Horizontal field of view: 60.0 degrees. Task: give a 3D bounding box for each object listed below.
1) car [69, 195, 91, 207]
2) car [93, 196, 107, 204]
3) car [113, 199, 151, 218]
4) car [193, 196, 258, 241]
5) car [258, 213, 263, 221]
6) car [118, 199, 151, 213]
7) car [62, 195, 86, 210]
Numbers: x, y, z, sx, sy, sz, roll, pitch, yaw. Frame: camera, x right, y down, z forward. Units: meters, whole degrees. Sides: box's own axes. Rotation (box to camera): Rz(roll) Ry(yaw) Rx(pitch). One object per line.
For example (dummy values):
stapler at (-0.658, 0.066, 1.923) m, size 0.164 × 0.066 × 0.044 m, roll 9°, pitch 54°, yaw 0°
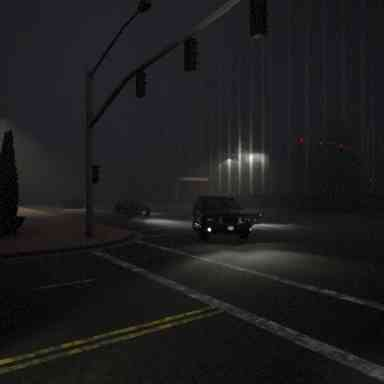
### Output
car at (-18.051, 1.351, 53.276) m, size 2.097 × 1.767 × 4.553 m, roll 0°, pitch 0°, yaw -35°
car at (-18.643, 1.478, 66.247) m, size 1.882 × 1.535 × 5.008 m, roll 0°, pitch 0°, yaw -36°
car at (-5.452, 1.489, 29.866) m, size 2.128 × 1.511 × 4.902 m, roll 0°, pitch 0°, yaw -36°
car at (1.360, 1.222, 17.119) m, size 2.150 × 2.045 × 5.566 m, roll 1°, pitch 0°, yaw -7°
car at (2.677, 1.547, 24.981) m, size 2.033 × 1.411 × 5.357 m, roll 0°, pitch 0°, yaw -40°
car at (-6.481, 1.526, 37.239) m, size 1.812 × 1.442 × 4.674 m, roll 0°, pitch 0°, yaw -36°
car at (-15.774, 1.506, 44.108) m, size 1.837 × 1.490 × 4.892 m, roll 0°, pitch 0°, yaw -36°
